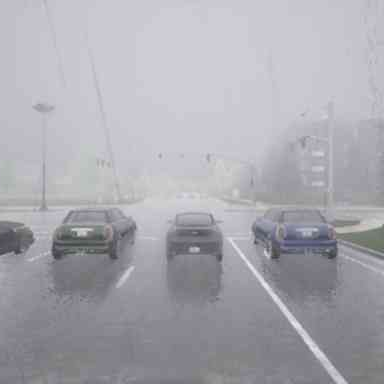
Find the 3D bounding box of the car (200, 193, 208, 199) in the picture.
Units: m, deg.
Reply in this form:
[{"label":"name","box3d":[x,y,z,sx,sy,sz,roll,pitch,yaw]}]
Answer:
[{"label":"car","box3d":[3.480,1.201,91.288,1.882,1.535,5.008,0,0,0]}]

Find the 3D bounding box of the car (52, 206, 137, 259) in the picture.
[{"label":"car","box3d":[-3.416,1.314,12.495,2.097,1.767,4.553,0,0,0]}]

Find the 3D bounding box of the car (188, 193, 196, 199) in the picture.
[{"label":"car","box3d":[-0.020,1.275,91.703,1.994,1.385,4.181,0,0,0]}]

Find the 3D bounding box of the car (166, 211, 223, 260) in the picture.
[{"label":"car","box3d":[0.085,1.467,12.298,1.837,1.490,4.892,0,0,0]}]

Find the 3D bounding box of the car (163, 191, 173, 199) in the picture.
[{"label":"car","box3d":[-7.020,1.249,91.283,2.128,1.511,4.902,0,0,0]}]

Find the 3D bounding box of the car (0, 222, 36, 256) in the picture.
[{"label":"car","box3d":[-6.920,1.516,10.251,2.033,1.411,5.357,0,0,0]}]

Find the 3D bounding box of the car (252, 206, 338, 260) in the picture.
[{"label":"car","box3d":[3.589,1.314,12.466,2.097,1.767,4.553,0,0,0]}]

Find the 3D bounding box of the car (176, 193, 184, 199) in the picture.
[{"label":"car","box3d":[-3.520,1.318,91.732,1.895,1.301,4.718,0,0,0]}]
